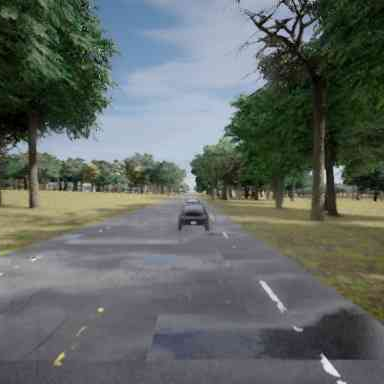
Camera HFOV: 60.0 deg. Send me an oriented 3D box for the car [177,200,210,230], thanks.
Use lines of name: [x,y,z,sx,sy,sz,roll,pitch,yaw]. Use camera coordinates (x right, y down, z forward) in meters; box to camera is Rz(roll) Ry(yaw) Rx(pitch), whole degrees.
car: [0.089,1.503,21.302,1.837,1.490,4.892,0,0,0]

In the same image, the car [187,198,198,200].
car: [0.068,1.503,41.522,1.812,1.442,4.674,0,0,0]
